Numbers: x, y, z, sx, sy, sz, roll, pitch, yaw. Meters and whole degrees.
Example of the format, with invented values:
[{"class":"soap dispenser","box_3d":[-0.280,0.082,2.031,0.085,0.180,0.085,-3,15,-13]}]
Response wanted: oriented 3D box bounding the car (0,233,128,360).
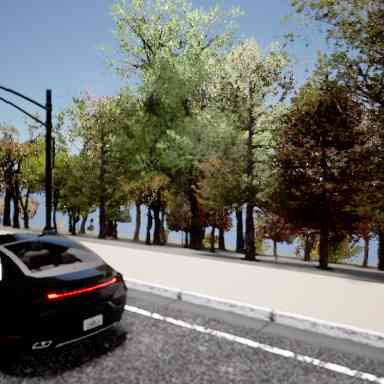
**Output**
[{"class":"car","box_3d":[-3.236,1.503,5.954,4.892,1.490,1.837,0,0,38]}]
